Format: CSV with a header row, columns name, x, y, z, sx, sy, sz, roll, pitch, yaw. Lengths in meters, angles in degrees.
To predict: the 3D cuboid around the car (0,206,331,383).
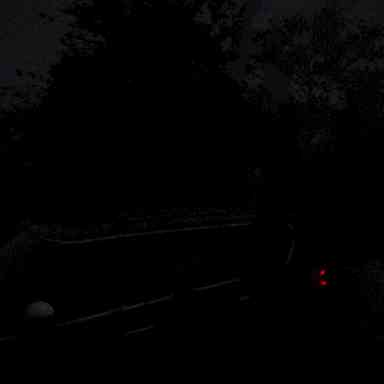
name,x,y,z,sx,sy,sz,roll,pitch,yaw
car,-0.892,1.220,3.359,5.566,2.045,2.150,0,0,-36
